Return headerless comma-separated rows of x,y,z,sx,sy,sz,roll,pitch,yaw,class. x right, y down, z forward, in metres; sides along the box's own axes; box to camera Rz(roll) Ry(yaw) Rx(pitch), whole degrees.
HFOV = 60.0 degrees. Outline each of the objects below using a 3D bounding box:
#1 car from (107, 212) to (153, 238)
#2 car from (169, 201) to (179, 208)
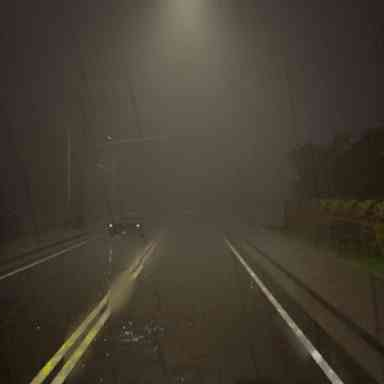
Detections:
-3.537,1.874,19.646,1.895,1.301,4.718,0,-1,1,car
-3.490,2.433,64.949,1.812,1.442,4.674,0,0,0,car
